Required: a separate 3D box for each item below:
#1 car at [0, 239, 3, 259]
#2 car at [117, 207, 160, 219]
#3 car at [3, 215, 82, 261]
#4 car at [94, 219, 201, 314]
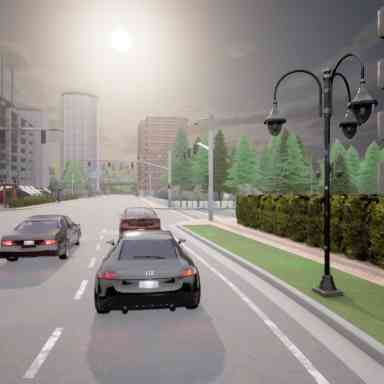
[{"bbox_3d":[-3.876,1.492,2.757,2.128,1.511,4.902,0,0,-5],"label":"car"},{"bbox_3d":[-2.659,1.478,16.562,1.882,1.535,5.008,0,0,-12],"label":"car"},{"bbox_3d":[-5.317,1.547,12.289,2.033,1.411,5.357,0,0,-11],"label":"car"},{"bbox_3d":[-1.042,1.564,7.725,1.994,1.385,4.181,0,0,-9],"label":"car"}]
